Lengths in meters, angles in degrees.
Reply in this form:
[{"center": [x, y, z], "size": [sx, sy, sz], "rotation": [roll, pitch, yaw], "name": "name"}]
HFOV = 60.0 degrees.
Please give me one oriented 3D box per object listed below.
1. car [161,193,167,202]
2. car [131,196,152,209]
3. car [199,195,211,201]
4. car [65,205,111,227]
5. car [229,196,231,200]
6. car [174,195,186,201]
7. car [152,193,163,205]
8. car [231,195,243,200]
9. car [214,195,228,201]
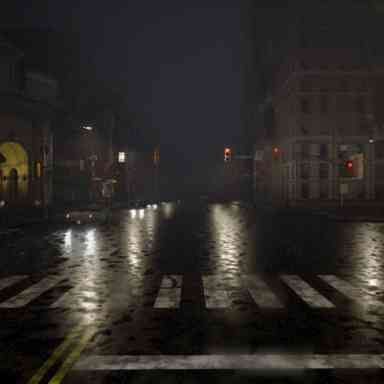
[{"center": [-6.780, 1.225, 72.978], "size": [2.150, 2.045, 5.566], "rotation": [0, 0, 3], "name": "car"}, {"center": [-7.081, 1.492, 45.159], "size": [2.128, 1.511, 4.902], "rotation": [0, 0, 0], "name": "car"}, {"center": [3.301, 1.524, 85.379], "size": [1.812, 1.442, 4.674], "rotation": [0, 0, 22], "name": "car"}, {"center": [-7.092, 1.601, 23.078], "size": [1.895, 1.301, 4.718], "rotation": [0, 0, 0], "name": "car"}, {"center": [8.250, 1.466, 94.369], "size": [1.882, 1.535, 5.008], "rotation": [0, 0, 38], "name": "car"}, {"center": [-3.240, 1.497, 87.883], "size": [1.837, 1.490, 4.892], "rotation": [0, 0, 22], "name": "car"}, {"center": [-7.051, 1.490, 60.068], "size": [2.128, 1.511, 4.902], "rotation": [0, 0, 0], "name": "car"}, {"center": [12.471, 1.500, 94.149], "size": [1.837, 1.490, 4.892], "rotation": [0, 0, 41], "name": "car"}, {"center": [7.102, 1.525, 85.356], "size": [2.128, 1.511, 4.902], "rotation": [0, 0, 25], "name": "car"}]
